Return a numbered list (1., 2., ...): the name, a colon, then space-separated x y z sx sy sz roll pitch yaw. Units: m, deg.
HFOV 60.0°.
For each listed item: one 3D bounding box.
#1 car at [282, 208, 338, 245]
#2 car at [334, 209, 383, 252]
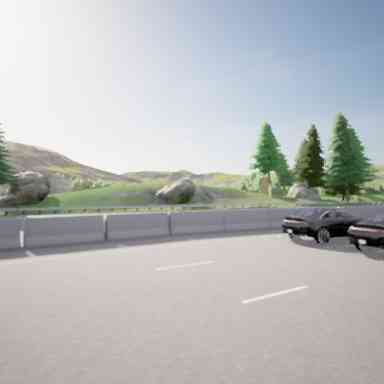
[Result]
1. car: 6.476 1.486 15.515 4.902 1.511 2.128 0 0 -25
2. car: 8.020 1.486 12.387 4.902 1.511 2.128 0 0 -25
